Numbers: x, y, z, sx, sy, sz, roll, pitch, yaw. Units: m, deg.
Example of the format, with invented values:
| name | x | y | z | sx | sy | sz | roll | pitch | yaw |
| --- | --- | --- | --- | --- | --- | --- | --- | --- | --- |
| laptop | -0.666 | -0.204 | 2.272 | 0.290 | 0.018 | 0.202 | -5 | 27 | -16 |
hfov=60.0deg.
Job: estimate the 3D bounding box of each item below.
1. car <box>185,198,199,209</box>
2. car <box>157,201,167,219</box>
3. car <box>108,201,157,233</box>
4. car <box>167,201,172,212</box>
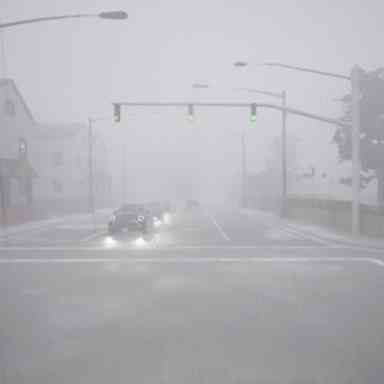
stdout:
| name | x | y | z | sx | sy | sz | roll | pitch | yaw |
| --- | --- | --- | --- | --- | --- | --- | --- | --- | --- |
| car | 0.095 | 1.630 | 48.075 | 1.837 | 1.490 | 4.892 | 0 | 0 | 0 |
| car | -3.592 | 1.626 | 30.282 | 1.837 | 1.490 | 4.892 | 0 | 0 | 0 |
| car | -3.602 | 1.457 | 20.229 | 2.097 | 1.767 | 4.553 | 0 | 0 | 0 |
| car | -3.553 | 1.738 | 40.547 | 1.895 | 1.301 | 4.718 | 0 | 0 | 0 |
